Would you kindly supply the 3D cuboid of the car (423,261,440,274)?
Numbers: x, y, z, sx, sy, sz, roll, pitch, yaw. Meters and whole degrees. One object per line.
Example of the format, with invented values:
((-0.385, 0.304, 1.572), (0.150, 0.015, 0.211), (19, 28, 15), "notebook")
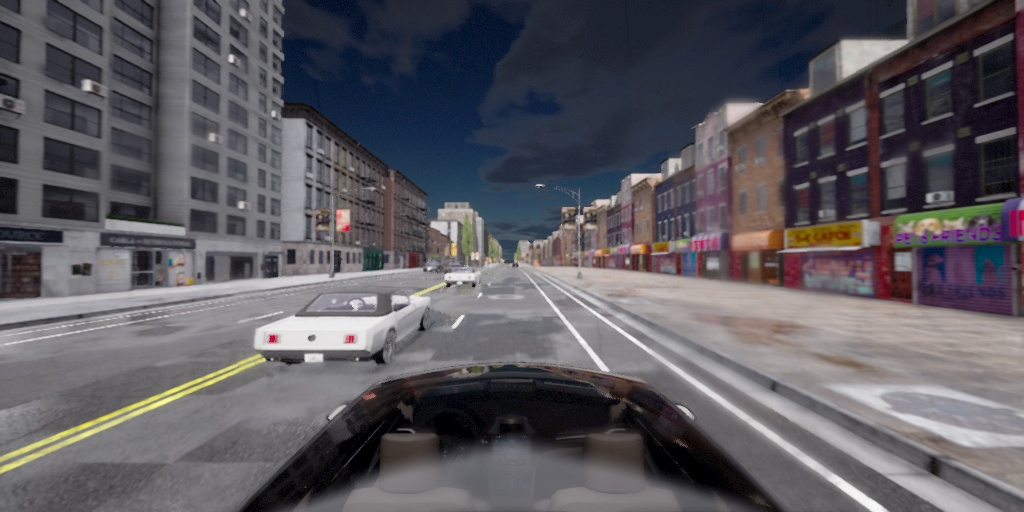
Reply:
((-9.807, 1.397, 45.022), (2.128, 1.511, 4.902), (0, -1, 0), "car")

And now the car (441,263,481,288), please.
((-3.143, 1.343, 23.807), (1.895, 1.301, 4.718), (0, 0, 0), "car")

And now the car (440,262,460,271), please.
((-6.566, 1.426, 41.359), (1.994, 1.385, 4.181), (0, -1, 0), "car")

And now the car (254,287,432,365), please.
((-3.149, 1.340, 7.942), (1.895, 1.301, 4.718), (0, 0, 0), "car")
